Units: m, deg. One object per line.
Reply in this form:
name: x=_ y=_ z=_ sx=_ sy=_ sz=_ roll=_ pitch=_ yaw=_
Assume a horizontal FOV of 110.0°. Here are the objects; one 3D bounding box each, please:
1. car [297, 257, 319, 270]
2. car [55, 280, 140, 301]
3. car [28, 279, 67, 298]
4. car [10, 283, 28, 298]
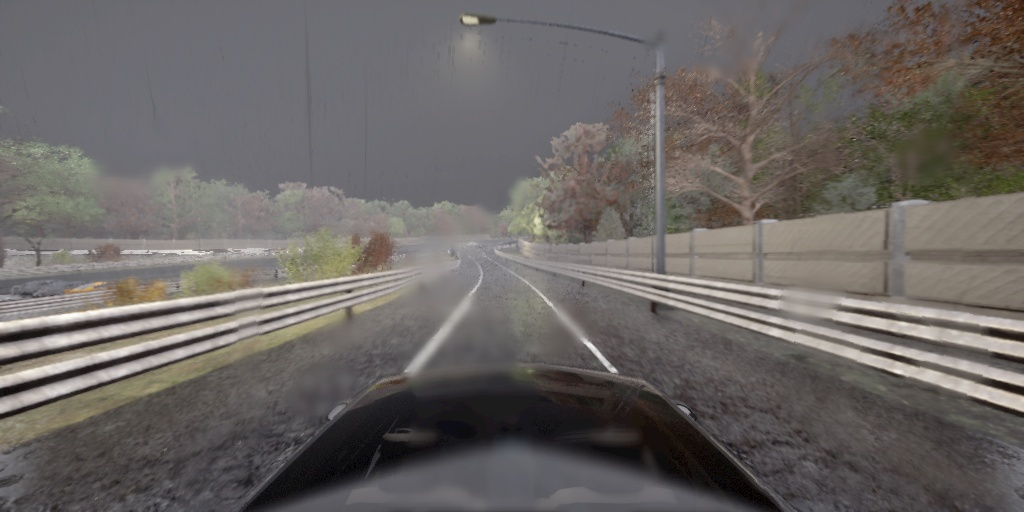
car: x=-29.648 y=1.197 z=53.975 sx=2.150 sy=2.045 sz=5.566 roll=1 pitch=4 yaw=15
car: x=-35.687 y=2.991 z=31.627 sx=1.882 sy=1.535 sz=5.008 roll=1 pitch=4 yaw=15
car: x=-39.084 y=2.951 z=32.474 sx=2.128 sy=1.511 sz=4.902 roll=1 pitch=4 yaw=15
car: x=-42.490 y=2.900 z=33.285 sx=2.128 sy=1.511 sz=4.902 roll=1 pitch=4 yaw=15
